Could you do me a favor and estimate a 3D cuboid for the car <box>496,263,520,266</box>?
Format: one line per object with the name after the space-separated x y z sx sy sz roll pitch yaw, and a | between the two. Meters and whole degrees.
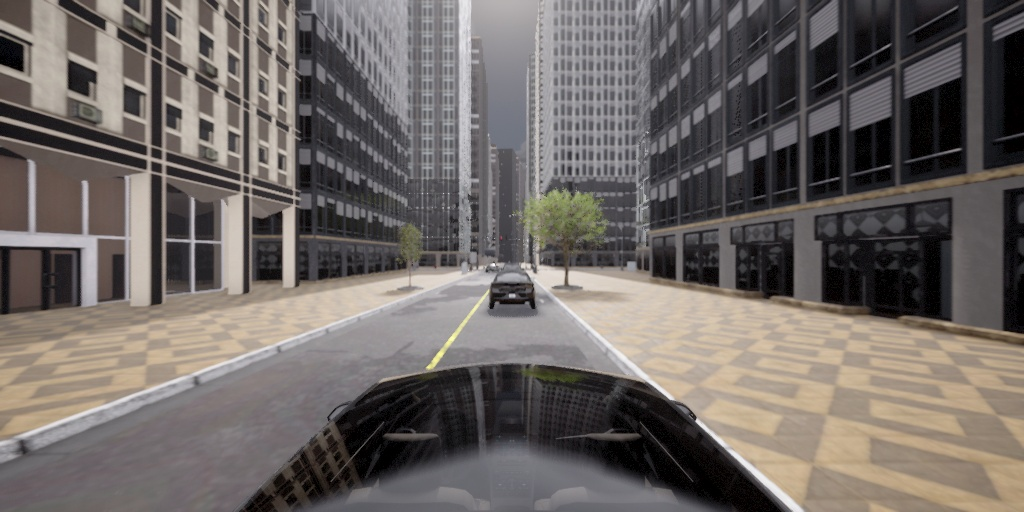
0.029 1.402 30.249 2.097 1.767 4.553 0 -1 0 | car

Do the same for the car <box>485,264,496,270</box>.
-3.000 1.887 54.347 1.994 1.385 4.181 0 -1 1 | car

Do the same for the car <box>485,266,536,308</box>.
0.031 1.376 16.085 1.882 1.535 5.008 0 0 1 | car
